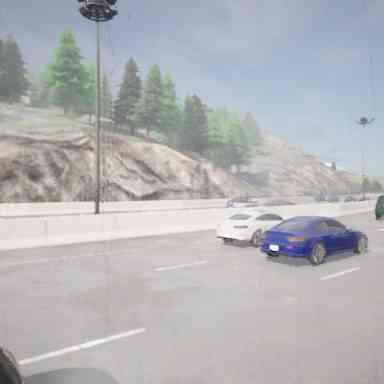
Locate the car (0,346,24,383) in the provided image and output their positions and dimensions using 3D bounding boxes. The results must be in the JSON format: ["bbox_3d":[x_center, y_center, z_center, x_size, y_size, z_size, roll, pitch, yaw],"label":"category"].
[{"bbox_3d":[-3.391,1.513,1.438,4.892,1.490,1.837,0,0,-35],"label":"car"}]

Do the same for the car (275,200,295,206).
[{"bbox_3d":[9.085,1.551,34.936,2.128,1.511,4.902,0,0,45],"label":"car"}]

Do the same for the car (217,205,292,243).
[{"bbox_3d":[3.158,1.553,15.190,4.674,1.442,1.812,0,0,-39],"label":"car"}]

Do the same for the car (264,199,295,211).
[{"bbox_3d":[11.125,1.635,42.083,1.994,1.385,4.181,0,0,43],"label":"car"}]

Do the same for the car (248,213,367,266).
[{"bbox_3d":[4.320,1.545,11.630,4.674,1.442,1.812,0,0,-38],"label":"car"}]

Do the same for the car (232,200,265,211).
[{"bbox_3d":[7.397,1.678,43.186,1.895,1.301,4.718,0,0,43],"label":"car"}]

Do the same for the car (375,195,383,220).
[{"bbox_3d":[17.168,1.259,27.883,2.150,2.045,5.566,0,0,45],"label":"car"}]
